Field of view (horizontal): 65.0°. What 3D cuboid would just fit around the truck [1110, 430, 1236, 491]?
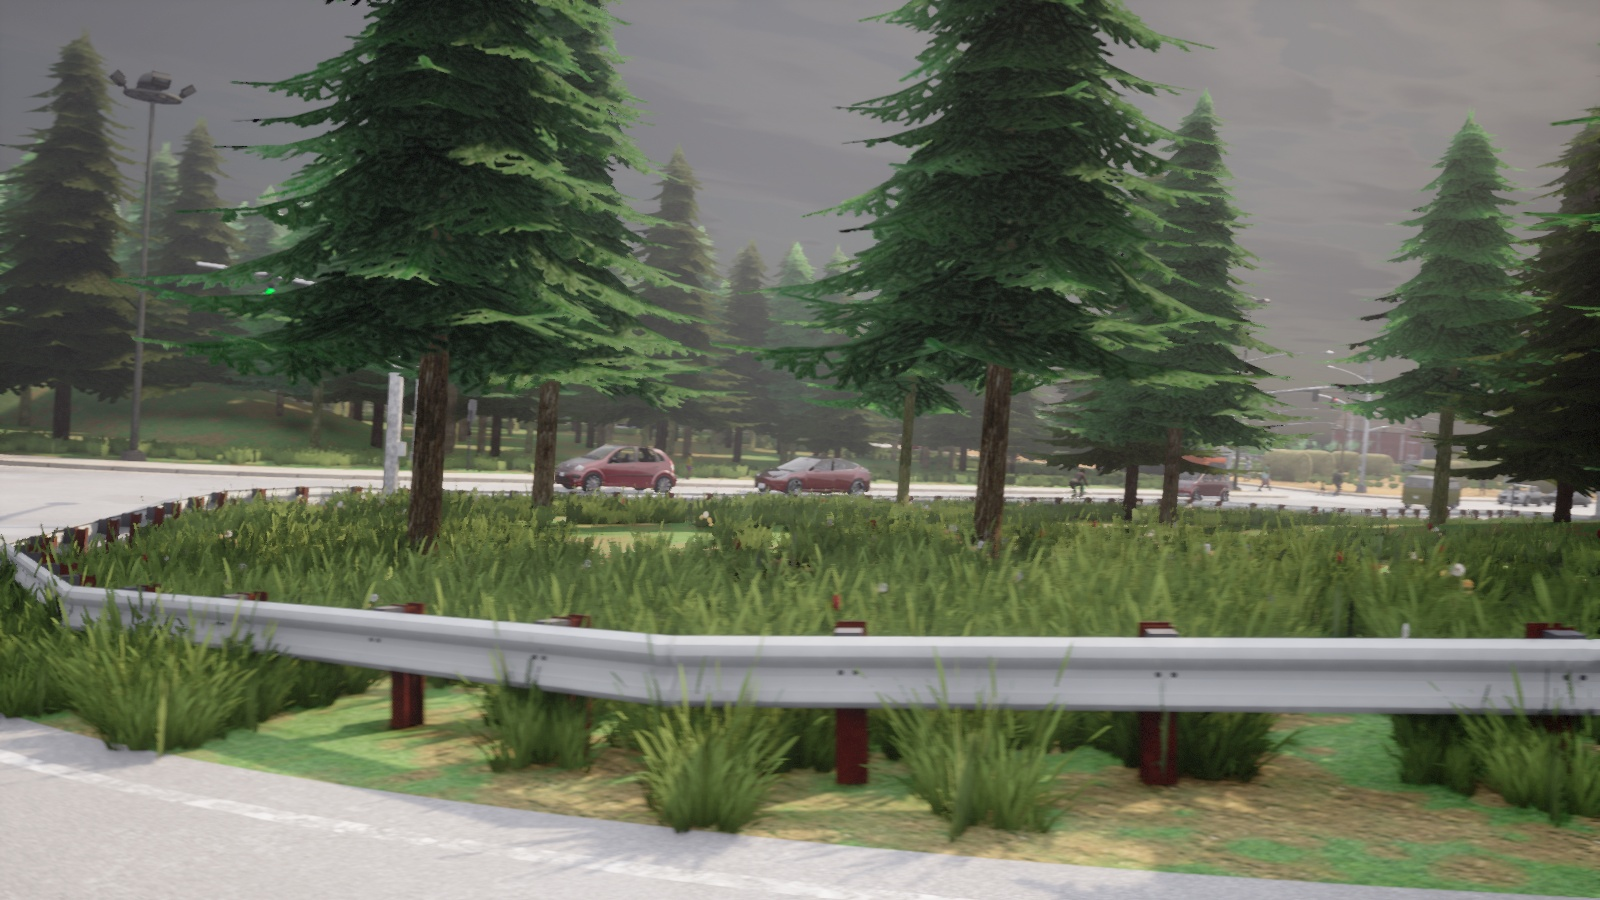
[{"bbox_3d":[25.885,0.680,87.566,2.891,3.462,7.936,3,2,-39],"label":"truck"}]

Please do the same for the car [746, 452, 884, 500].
[{"bbox_3d":[0.585,0.988,47.308,4.792,1.488,2.163,3,2,-38],"label":"car"}]

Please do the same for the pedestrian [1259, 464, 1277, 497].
[{"bbox_3d":[29.039,1.893,77.910,0.873,1.952,0.659,5,2,19],"label":"pedestrian"}]

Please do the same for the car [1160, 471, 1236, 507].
[{"bbox_3d":[19.973,1.978,62.931,3.705,1.549,1.789,3,2,-40],"label":"car"}]

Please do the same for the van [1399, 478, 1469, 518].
[{"bbox_3d":[36.350,2.761,71.942,4.442,1.987,1.775,3,2,-40],"label":"van"}]

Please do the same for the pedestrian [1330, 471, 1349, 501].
[{"bbox_3d":[35.267,2.380,82.135,0.849,1.883,0.563,3,2,-29],"label":"pedestrian"}]

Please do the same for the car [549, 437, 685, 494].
[{"bbox_3d":[-6.123,0.528,42.160,3.988,1.617,1.851,3,2,-37],"label":"car"}]
